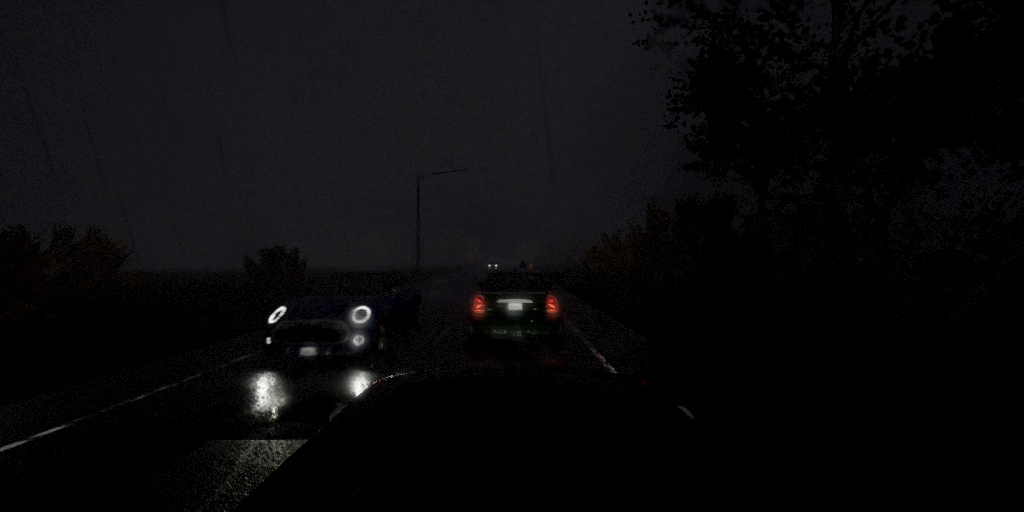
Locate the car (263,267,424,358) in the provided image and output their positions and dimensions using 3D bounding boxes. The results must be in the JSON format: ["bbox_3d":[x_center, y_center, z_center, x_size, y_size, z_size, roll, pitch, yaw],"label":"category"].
[{"bbox_3d":[-3.626,1.099,8.611,2.097,1.767,4.553,0,0,0],"label":"car"}]

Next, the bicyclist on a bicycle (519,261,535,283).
[{"bbox_3d":[0.899,1.181,17.079,0.866,1.612,1.509,0,0,0],"label":"bicyclist on a bicycle"}]

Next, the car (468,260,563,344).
[{"bbox_3d":[0.070,1.099,9.735,2.097,1.767,4.553,0,0,0],"label":"car"}]

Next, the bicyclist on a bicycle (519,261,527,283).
[{"bbox_3d":[0.833,1.193,27.196,0.582,1.620,1.656,0,0,0],"label":"bicyclist on a bicycle"}]
